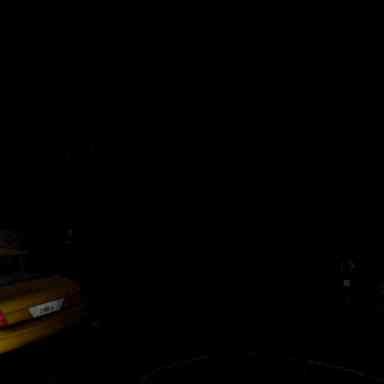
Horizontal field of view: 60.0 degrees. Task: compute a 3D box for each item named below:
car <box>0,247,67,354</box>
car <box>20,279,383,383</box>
[{"bbox_3d":[-3.826,1.524,5.800,4.829,1.417,1.752,0,0,35],"label":"car"},{"bbox_3d":[0.813,1.566,2.499,4.313,1.339,1.947,0,0,35],"label":"car"}]
